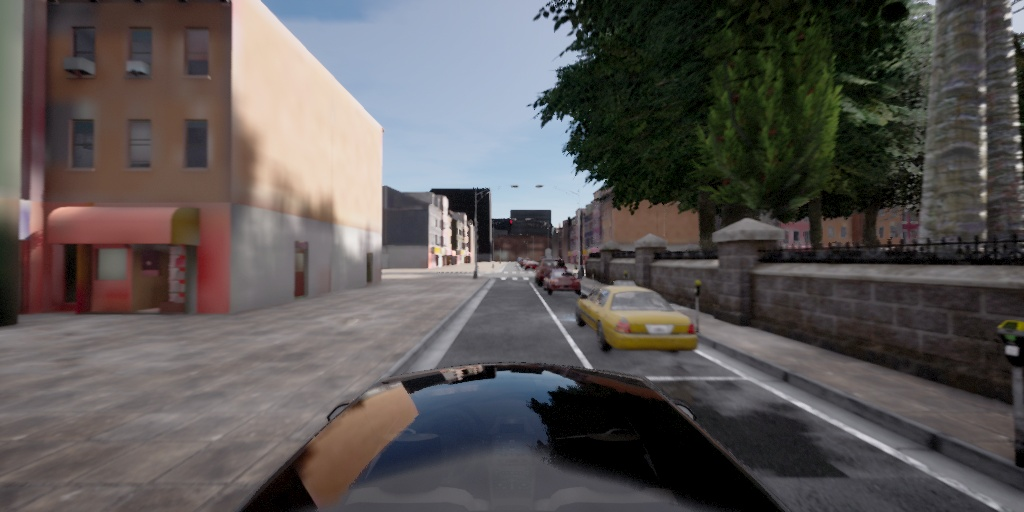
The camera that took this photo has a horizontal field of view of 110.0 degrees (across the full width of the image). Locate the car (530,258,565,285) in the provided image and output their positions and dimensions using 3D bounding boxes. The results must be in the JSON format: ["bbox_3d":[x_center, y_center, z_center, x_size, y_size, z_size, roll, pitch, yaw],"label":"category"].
[{"bbox_3d":[2.647,1.078,24.928,2.192,1.841,5.009,0,0,0],"label":"car"}]

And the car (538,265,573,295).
[{"bbox_3d":[2.645,1.339,19.479,1.802,1.307,4.207,0,0,0],"label":"car"}]

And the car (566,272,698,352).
[{"bbox_3d":[2.641,1.276,8.751,1.751,1.417,4.829,0,0,0],"label":"car"}]

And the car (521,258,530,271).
[{"bbox_3d":[2.658,1.359,51.357,1.888,1.381,4.507,0,0,0],"label":"car"}]
